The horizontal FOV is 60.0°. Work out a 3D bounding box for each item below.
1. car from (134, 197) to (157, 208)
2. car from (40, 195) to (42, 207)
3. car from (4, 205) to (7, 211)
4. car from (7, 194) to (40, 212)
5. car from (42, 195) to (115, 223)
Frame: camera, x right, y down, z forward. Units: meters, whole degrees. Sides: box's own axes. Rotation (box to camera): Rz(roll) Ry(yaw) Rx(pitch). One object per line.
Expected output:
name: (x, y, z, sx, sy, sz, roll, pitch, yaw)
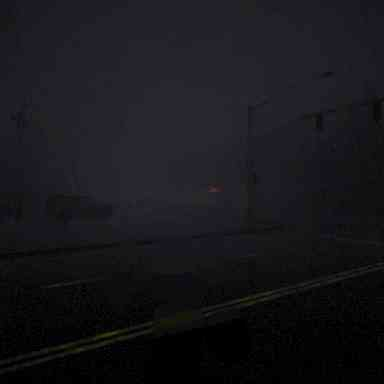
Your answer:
car: (-6.720, 1.486, 47.603, 1.837, 1.490, 4.892, 0, 0, -34)
car: (-9.613, 1.149, 26.424, 3.866, 1.878, 1.905, 0, 0, -35)
car: (-22.649, 1.387, 44.786, 3.806, 1.475, 1.970, 0, 0, -35)
car: (-20.985, 1.148, 42.417, 3.866, 1.878, 1.905, 0, 0, -35)
car: (-7.984, 1.147, 24.031, 4.605, 1.855, 1.932, 0, 0, -35)
